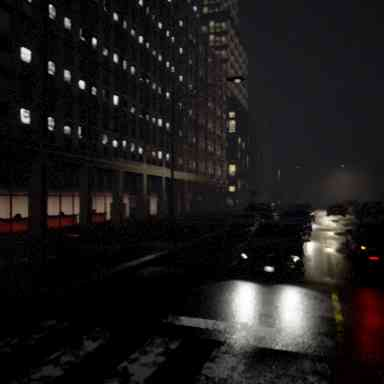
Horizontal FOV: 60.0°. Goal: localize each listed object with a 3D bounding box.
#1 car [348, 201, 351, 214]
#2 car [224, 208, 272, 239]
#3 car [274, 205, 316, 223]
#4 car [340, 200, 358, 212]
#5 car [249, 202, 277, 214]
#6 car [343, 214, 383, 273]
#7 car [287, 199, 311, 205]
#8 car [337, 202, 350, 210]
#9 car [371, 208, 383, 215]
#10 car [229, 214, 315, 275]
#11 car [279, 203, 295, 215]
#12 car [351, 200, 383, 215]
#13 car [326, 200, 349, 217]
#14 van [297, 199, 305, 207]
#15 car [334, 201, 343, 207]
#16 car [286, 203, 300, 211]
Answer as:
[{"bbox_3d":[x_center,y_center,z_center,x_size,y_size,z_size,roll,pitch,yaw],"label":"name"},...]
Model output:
[{"bbox_3d":[20.745,2.181,41.963,1.752,1.417,4.829,0,-1,21],"label":"car"},{"bbox_3d":[3.056,1.844,18.875,2.008,1.369,4.403,0,-1,21],"label":"car"},{"bbox_3d":[6.525,1.796,20.748,1.882,1.535,5.008,0,-1,21],"label":"car"},{"bbox_3d":[24.602,2.141,52.164,2.192,1.841,5.009,0,-1,21],"label":"car"},{"bbox_3d":[5.015,1.692,24.058,2.192,1.841,5.009,0,-1,21],"label":"car"},{"bbox_3d":[6.115,1.677,10.735,1.812,1.442,4.674,-1,-1,21],"label":"car"},{"bbox_3d":[10.152,1.825,30.295,2.097,1.767,4.553,0,-1,21],"label":"car"},{"bbox_3d":[28.517,2.566,62.517,1.947,1.339,4.313,0,-1,21],"label":"car"},{"bbox_3d":[12.853,1.895,21.088,1.802,1.307,4.206,0,-1,21],"label":"car"},{"bbox_3d":[3.000,1.716,11.411,2.033,1.411,5.357,0,-1,21],"label":"car"},{"bbox_3d":[12.787,2.239,44.610,1.752,1.417,4.829,0,-1,21],"label":"car"},{"bbox_3d":[16.769,1.797,31.450,2.192,1.841,5.009,0,-1,21],"label":"car"},{"bbox_3d":[16.465,2.074,38.120,1.882,1.535,5.008,0,-1,21],"label":"car"},{"bbox_3d":[26.554,2.669,81.021,1.690,1.788,3.998,0,-1,21],"label":"van"},{"bbox_3d":[34.392,2.847,78.052,1.802,1.307,4.206,0,-1,21],"label":"car"},{"bbox_3d":[16.763,2.455,55.125,1.947,1.339,4.313,0,-1,21],"label":"car"}]
